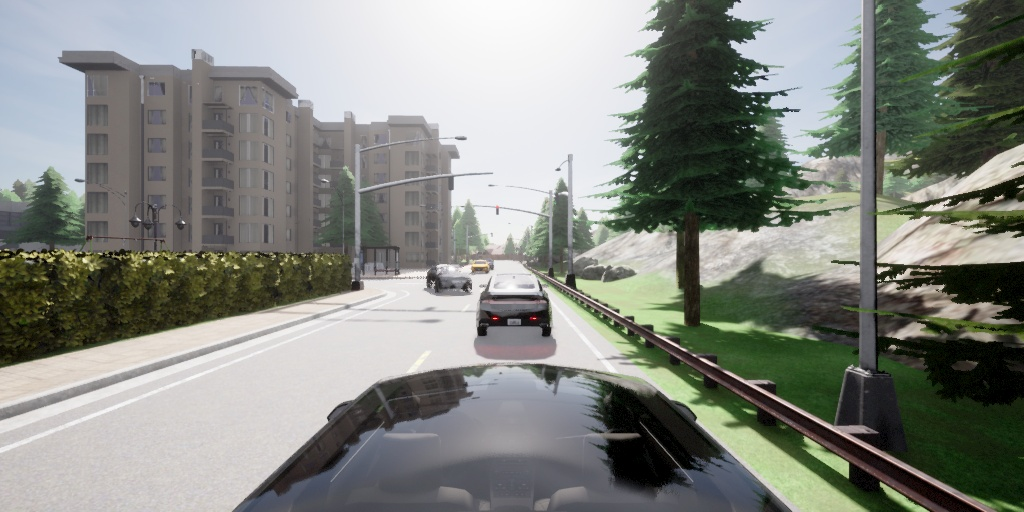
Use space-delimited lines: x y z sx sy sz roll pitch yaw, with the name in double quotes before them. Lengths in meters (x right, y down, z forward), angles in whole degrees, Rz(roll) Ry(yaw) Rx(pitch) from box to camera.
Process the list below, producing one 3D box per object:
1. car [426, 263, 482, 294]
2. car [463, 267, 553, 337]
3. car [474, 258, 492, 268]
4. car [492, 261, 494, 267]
"car" -3.632 1.239 20.450 2.128 1.511 4.902 1 0 -23
"car" 0.058 1.242 10.331 2.128 1.511 4.902 0 0 0
"car" -3.693 1.227 42.321 1.882 1.535 5.008 0 0 0
"car" -3.707 1.102 51.932 2.097 1.767 4.553 0 0 0
